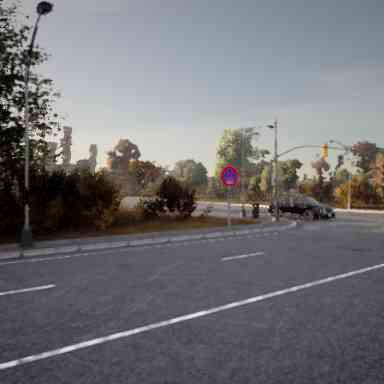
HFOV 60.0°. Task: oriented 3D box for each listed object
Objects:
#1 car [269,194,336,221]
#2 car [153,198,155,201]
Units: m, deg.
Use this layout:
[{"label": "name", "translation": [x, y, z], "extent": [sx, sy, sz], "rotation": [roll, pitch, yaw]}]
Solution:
[{"label": "car", "translation": [8.719, 1.269, 26.882], "extent": [2.150, 2.045, 5.566], "rotation": [0, 2, -32]}, {"label": "car", "translation": [-4.433, 1.432, 47.920], "extent": [2.033, 1.411, 5.357], "rotation": [0, 1, -32]}]
